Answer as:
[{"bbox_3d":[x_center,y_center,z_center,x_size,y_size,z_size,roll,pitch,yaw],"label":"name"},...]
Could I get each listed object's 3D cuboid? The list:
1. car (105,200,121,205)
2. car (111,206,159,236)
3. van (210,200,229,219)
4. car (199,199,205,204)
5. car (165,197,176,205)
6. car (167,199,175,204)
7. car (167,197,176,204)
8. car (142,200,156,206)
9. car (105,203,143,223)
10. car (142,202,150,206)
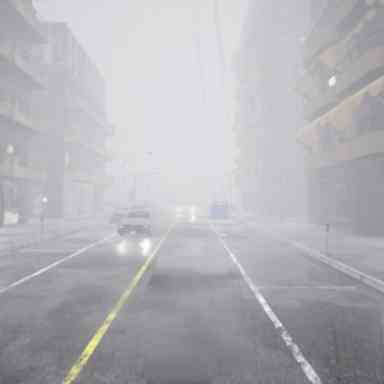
[{"bbox_3d":[-16.466,2.249,67.063,4.097,1.590,1.967,0,-2,0],"label":"car"},{"bbox_3d":[-3.094,1.774,20.100,2.033,1.411,5.357,0,-1,0],"label":"car"},{"bbox_3d":[2.720,1.715,33.385,1.690,1.788,3.998,1,-1,0],"label":"van"},{"bbox_3d":[2.739,2.628,93.686,1.802,1.307,4.206,1,-1,0],"label":"car"},{"bbox_3d":[-5.642,2.362,82.479,1.967,1.590,4.097,1,-1,0],"label":"car"},{"bbox_3d":[-5.643,2.566,88.052,1.802,1.307,4.206,1,-1,0],"label":"car"},{"bbox_3d":[-5.636,2.361,93.630,2.192,1.841,5.009,1,-1,0],"label":"car"},{"bbox_3d":[-5.629,2.002,38.873,1.947,1.339,4.313,1,-1,0],"label":"car"},{"bbox_3d":[-5.633,1.864,27.793,2.008,1.369,4.403,1,-1,0],"label":"car"},{"bbox_3d":[-5.631,1.957,33.333,1.802,1.307,4.206,1,-1,0],"label":"car"}]
